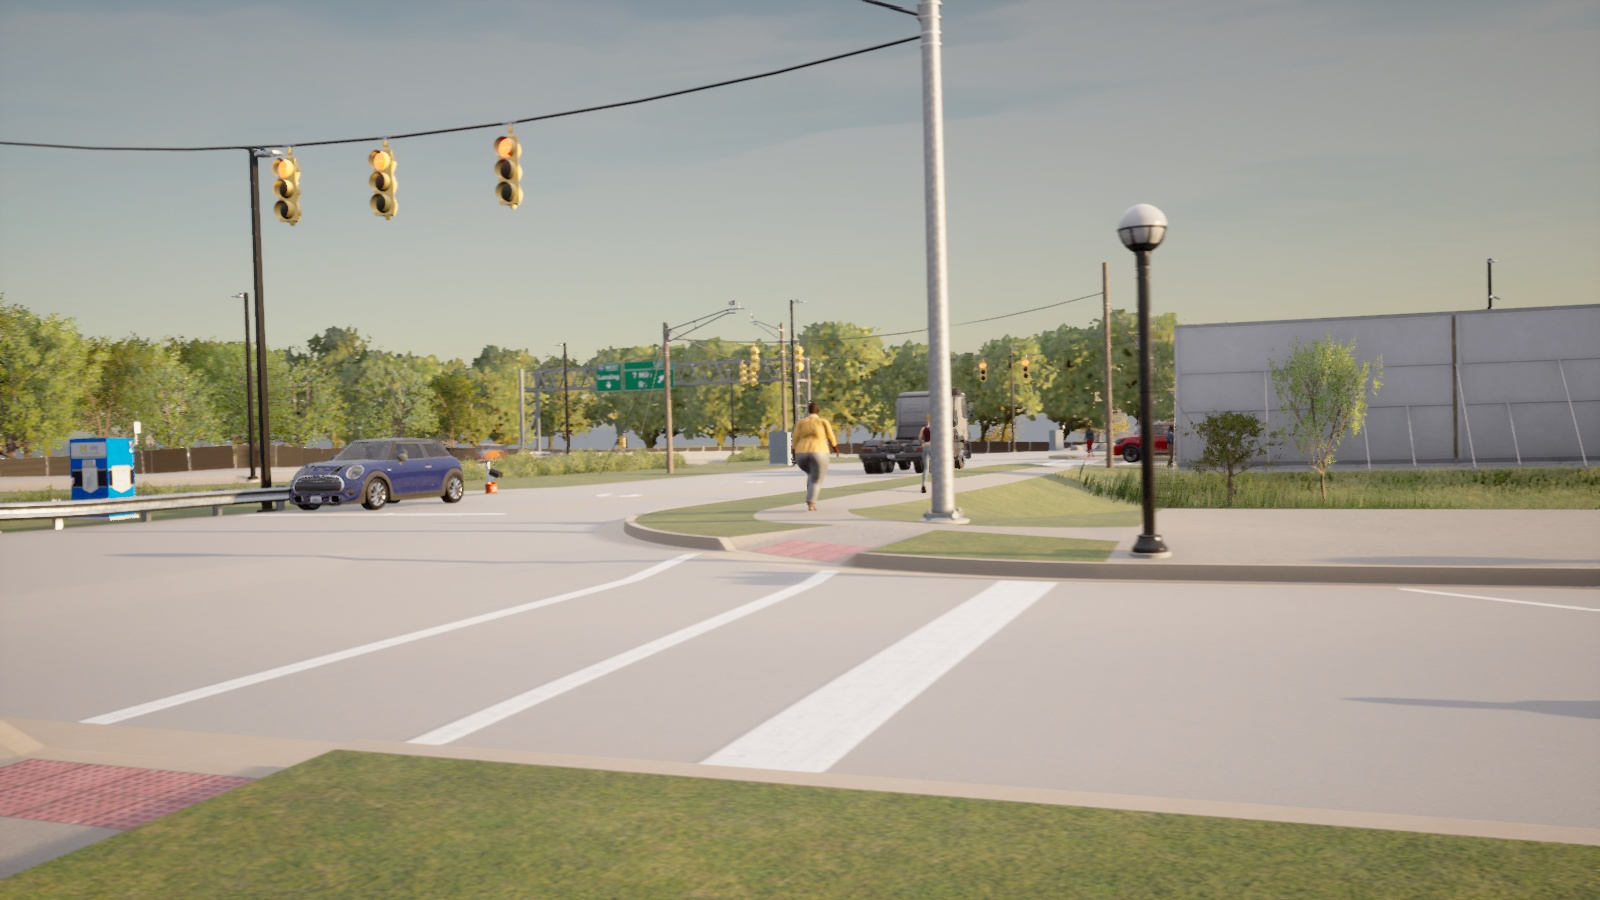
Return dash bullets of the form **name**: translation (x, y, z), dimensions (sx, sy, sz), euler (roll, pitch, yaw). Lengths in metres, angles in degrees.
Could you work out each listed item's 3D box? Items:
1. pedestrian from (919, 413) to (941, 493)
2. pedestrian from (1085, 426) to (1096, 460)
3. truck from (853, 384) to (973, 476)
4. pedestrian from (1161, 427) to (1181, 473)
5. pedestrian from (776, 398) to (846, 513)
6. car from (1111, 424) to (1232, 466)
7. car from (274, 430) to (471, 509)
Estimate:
- **pedestrian**: translation (3.018, 0.059, 29.088), dimensions (0.345, 1.836, 0.594), euler (-1, 1, 21)
- **pedestrian**: translation (16.037, -0.382, 69.352), dimensions (0.353, 1.847, 0.614), euler (0, 2, 39)
- **truck**: translation (4.814, -0.809, 51.627), dimensions (2.891, 3.462, 7.936), euler (-1, 1, 20)
- **pedestrian**: translation (15.954, -0.018, 53.966), dimensions (0.788, 1.949, 0.423), euler (-1, 1, 19)
- **pedestrian**: translation (0.197, 0.082, 20.857), dimensions (0.874, 1.855, 0.900), euler (-1, 1, 20)
- **car**: translation (18.719, -0.265, 63.345), dimensions (5.566, 2.045, 2.150), euler (0, 2, 26)
- **car**: translation (-10.206, 0.423, 30.392), dimensions (2.097, 1.767, 4.553), euler (-1, 0, 20)
